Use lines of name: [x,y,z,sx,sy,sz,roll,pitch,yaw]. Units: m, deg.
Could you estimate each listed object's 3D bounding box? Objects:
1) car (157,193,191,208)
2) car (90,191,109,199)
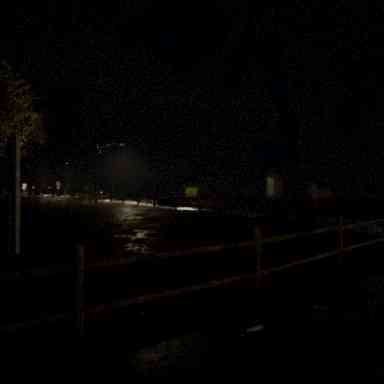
car: [-1.845,0.838,34.314,1.994,1.385,4.181,0,1,-36]
car: [-14.525,0.468,52.168,1.994,1.385,4.181,0,1,-36]
